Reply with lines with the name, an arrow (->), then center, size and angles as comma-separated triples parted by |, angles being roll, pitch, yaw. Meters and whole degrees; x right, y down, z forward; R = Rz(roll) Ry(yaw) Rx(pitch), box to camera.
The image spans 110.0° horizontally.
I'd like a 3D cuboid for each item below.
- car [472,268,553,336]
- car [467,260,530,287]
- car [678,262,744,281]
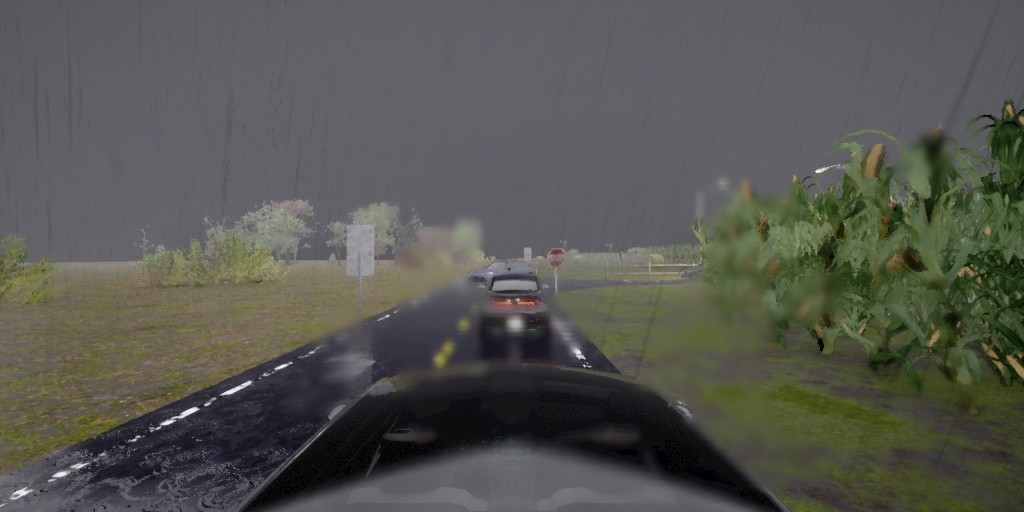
car -> 0.083, 1.258, 10.362 | 1.837, 1.490, 4.892 | 0, 0, 0
car -> -0.627, 1.073, 22.289 | 2.097, 1.767, 4.553 | 0, 1, 40
car -> 15.321, 1.150, 27.660 | 4.674, 1.442, 1.812 | -1, -1, -1
